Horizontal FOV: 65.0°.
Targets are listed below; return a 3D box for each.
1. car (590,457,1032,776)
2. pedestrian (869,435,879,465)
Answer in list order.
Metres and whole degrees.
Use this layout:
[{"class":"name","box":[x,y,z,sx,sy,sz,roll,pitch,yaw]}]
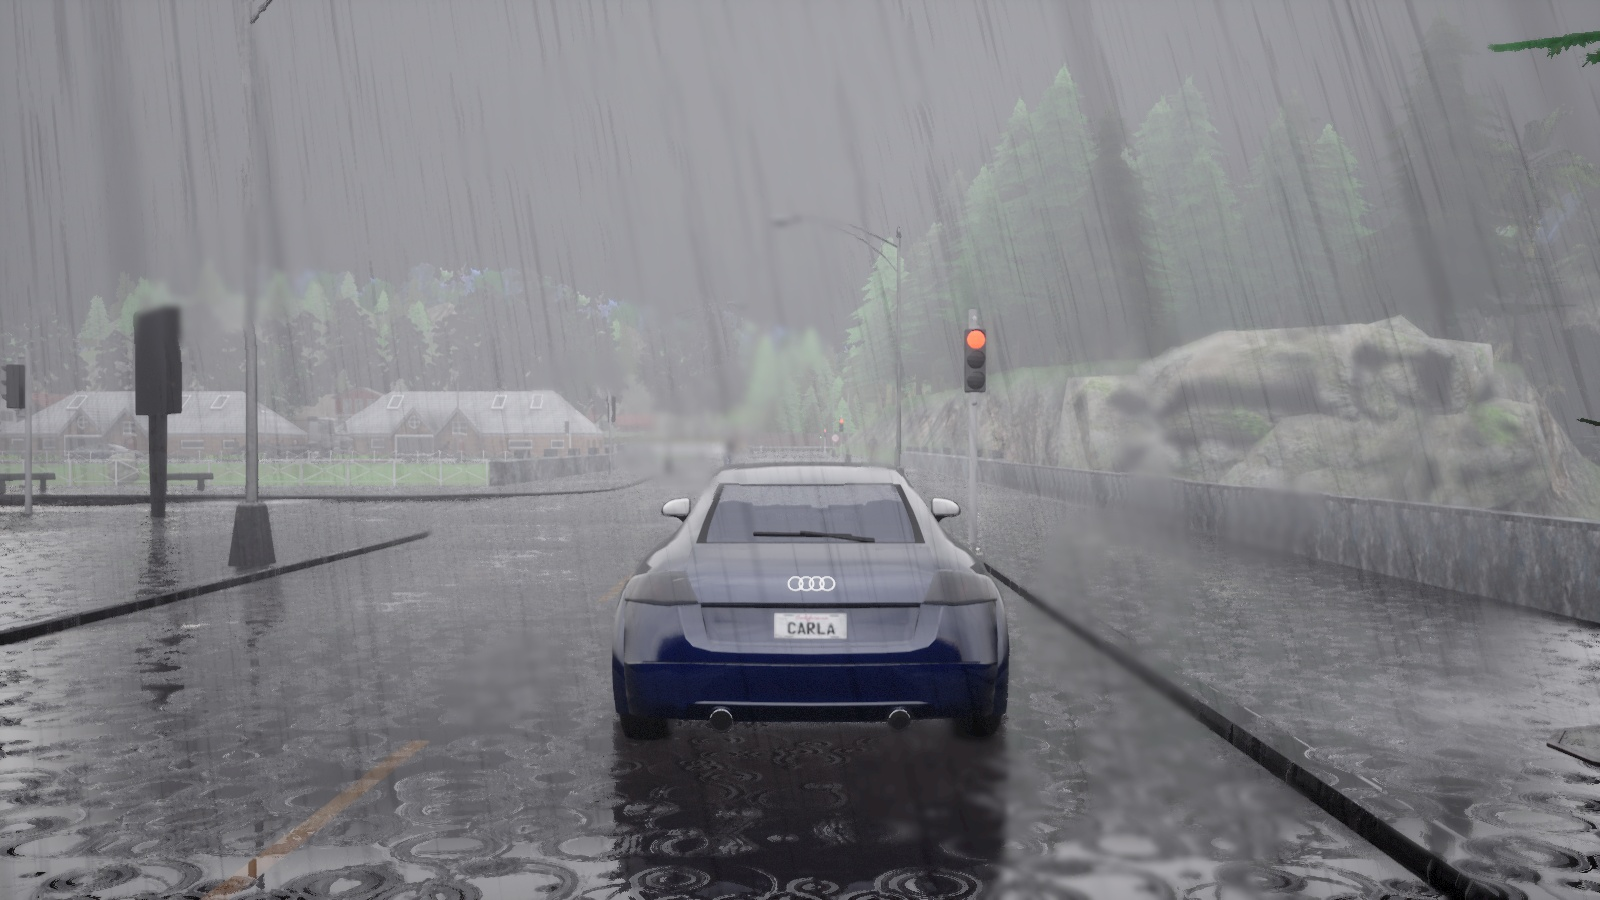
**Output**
[{"class":"car","box":[0.066,0.765,7.763,1.994,1.385,4.181,0,0,1]},{"class":"pedestrian","box":[4.496,0.010,76.270,0.540,1.848,0.694,0,0,1]}]
